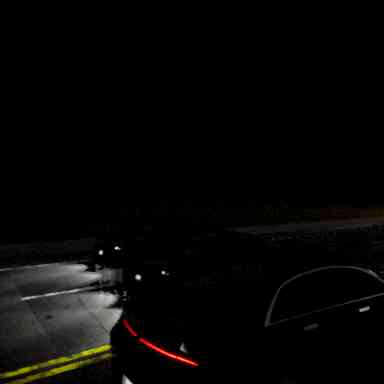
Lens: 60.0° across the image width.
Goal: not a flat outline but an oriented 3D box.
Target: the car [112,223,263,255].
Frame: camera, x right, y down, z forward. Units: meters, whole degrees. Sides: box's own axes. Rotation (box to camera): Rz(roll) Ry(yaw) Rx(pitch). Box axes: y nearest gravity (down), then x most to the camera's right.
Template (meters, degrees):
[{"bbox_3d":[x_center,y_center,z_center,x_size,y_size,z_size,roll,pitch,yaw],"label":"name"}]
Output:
[{"bbox_3d":[0.513,1.604,8.034,4.181,1.385,1.994,1,0,-35],"label":"car"}]

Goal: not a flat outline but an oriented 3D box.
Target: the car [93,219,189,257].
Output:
[{"bbox_3d":[-1.038,1.607,10.921,4.181,1.385,1.994,1,0,-35],"label":"car"}]

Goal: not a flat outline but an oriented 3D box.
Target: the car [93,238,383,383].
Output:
[{"bbox_3d":[1.401,1.534,4.434,4.892,1.490,1.837,1,0,-35],"label":"car"}]
